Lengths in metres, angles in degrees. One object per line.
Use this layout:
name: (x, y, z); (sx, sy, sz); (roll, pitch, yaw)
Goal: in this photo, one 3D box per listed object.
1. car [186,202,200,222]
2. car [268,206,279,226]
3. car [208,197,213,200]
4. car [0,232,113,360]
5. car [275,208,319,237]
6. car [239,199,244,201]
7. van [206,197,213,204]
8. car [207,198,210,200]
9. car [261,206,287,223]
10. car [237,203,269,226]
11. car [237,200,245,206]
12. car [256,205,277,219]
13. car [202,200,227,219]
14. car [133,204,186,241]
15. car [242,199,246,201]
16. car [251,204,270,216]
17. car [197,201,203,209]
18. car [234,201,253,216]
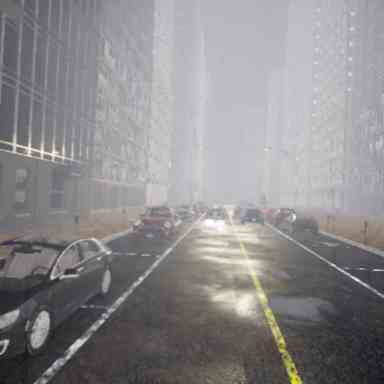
car: (-0.684, 1.761, 28.571); (2.008, 1.369, 4.403); (3, 0, 5)
car: (7.657, 2.041, 27.797); (1.967, 1.590, 4.097); (3, 0, 5)
car: (4.393, 2.500, 85.230); (2.008, 1.369, 4.403); (3, 0, 5)
car: (-2.715, 1.472, 5.907); (2.008, 1.369, 4.403); (3, 0, 5)
car: (7.144, 2.079, 22.131); (2.008, 1.369, 4.403); (3, 0, 5)
car: (11.729, 2.718, 73.292); (1.752, 1.417, 4.829); (3, 0, 5)
van: (4.912, 2.366, 90.898); (1.690, 1.788, 3.998); (3, 0, 5)
car: (1.347, 2.047, 51.234); (1.887, 1.381, 4.507); (3, 0, 5)
car: (8.160, 2.218, 33.462); (1.887, 1.381, 4.507); (3, 0, 5)
car: (5.075, 2.008, 28.349); (1.812, 1.442, 4.674); (3, 0, 5)
car: (13.236, 2.960, 90.120); (1.887, 1.381, 4.507); (3, 0, 5)
car: (8.666, 2.328, 39.128); (1.802, 1.307, 4.206); (3, 0, 5)
car: (2.456, 1.898, 34.046); (2.128, 1.511, 4.902); (3, -1, 6)
car: (-1.693, 1.506, 17.240); (1.967, 1.590, 4.097); (3, 0, 5)
car: (10.697, 2.607, 61.790); (1.947, 1.339, 4.313); (3, 0, 5)
car: (9.175, 2.370, 44.794); (2.008, 1.369, 4.403); (3, 0, 5)
car: (-0.176, 1.828, 34.236); (1.887, 1.381, 4.507); (3, 0, 5)
car: (6.161, 2.203, 40.462); (1.994, 1.385, 4.181); (3, 0, 6)
